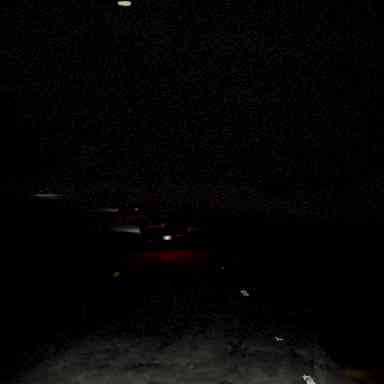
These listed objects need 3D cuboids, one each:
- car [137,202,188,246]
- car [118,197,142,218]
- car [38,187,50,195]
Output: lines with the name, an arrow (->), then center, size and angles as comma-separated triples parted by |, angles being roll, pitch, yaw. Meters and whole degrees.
car -> -1.357, 1.436, 14.848 | 1.837, 1.490, 4.892 | 0, 1, -10
car -> -5.377, 1.187, 29.544 | 1.812, 1.442, 4.674 | 0, 1, -20
car -> -30.592, -0.252, 68.609 | 1.837, 1.490, 4.892 | -1, 2, -31
